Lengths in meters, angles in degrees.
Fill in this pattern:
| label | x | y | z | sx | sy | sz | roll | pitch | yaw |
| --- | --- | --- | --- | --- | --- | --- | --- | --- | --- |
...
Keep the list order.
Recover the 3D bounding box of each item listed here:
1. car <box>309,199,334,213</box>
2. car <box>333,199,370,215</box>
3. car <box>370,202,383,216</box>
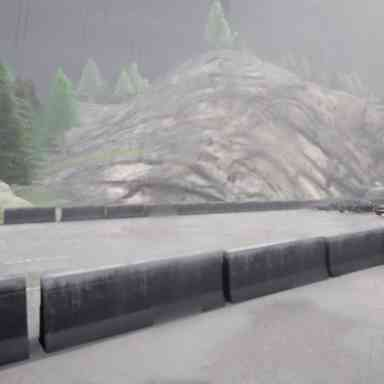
| label | x | y | z | sx | sy | sz | roll | pitch | yaw |
| --- | --- | --- | --- | --- | --- | --- | --- | --- | --- |
| car | 14.979 | 1.432 | 36.059 | 5.357 | 1.411 | 2.033 | 0 | 0 | -35 |
| car | 16.378 | 1.491 | 32.762 | 4.718 | 1.301 | 1.895 | 0 | 0 | -35 |
| car | 18.410 | 1.494 | 29.912 | 4.718 | 1.301 | 1.895 | 0 | 0 | -35 |
